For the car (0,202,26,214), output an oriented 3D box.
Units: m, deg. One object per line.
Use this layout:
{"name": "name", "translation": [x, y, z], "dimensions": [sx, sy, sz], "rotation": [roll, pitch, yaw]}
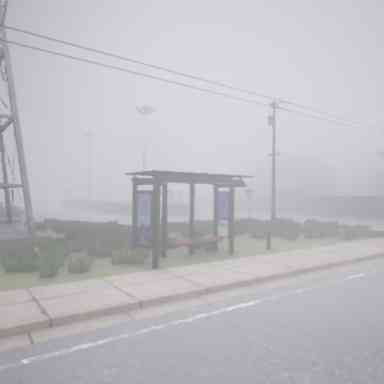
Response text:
{"name": "car", "translation": [-15.704, 1.575, 28.053], "dimensions": [3.905, 1.438, 1.784], "rotation": [1, -1, -36]}
